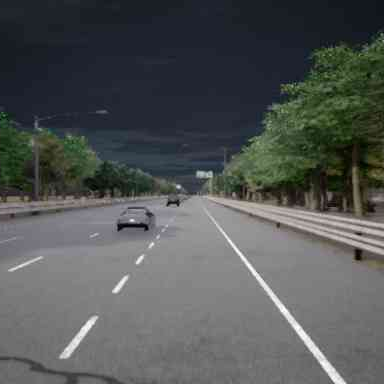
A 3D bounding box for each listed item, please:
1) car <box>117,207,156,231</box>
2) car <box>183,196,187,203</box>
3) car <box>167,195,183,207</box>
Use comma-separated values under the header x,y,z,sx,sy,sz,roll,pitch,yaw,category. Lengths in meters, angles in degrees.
x,y,z,sx,sy,sz,roll,pitch,yaw,category
-3.474,1.636,21.288,1.994,1.385,4.181,0,0,0,car
-3.096,2.063,85.189,2.033,1.411,5.357,0,0,1,car
-3.298,1.560,60.072,2.150,2.045,5.566,0,0,0,car
